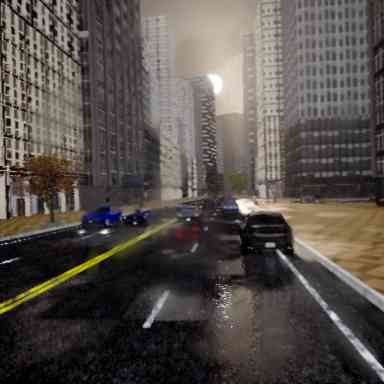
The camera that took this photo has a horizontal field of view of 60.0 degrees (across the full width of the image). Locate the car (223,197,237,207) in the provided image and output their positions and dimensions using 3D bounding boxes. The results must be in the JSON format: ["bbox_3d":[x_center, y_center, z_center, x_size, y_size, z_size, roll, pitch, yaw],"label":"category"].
[{"bbox_3d":[6.118,1.651,53.938,2.033,1.411,5.357,-2,0,6],"label":"car"}]

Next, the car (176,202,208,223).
[{"bbox_3d":[-0.030,1.743,26.710,1.895,1.301,4.718,-2,0,6],"label":"car"}]

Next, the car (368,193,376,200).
[{"bbox_3d":[41.205,0.906,73.631,4.097,1.590,1.967,-1,0,6],"label":"car"}]

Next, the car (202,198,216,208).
[{"bbox_3d":[2.643,1.697,51.164,1.837,1.490,4.892,-2,0,6],"label":"car"}]

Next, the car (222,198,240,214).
[{"bbox_3d":[4.255,1.614,36.606,2.033,1.411,5.357,-2,0,7],"label":"car"}]

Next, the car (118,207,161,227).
[{"bbox_3d":[-3.674,1.843,25.032,1.895,1.301,4.718,-2,0,6],"label":"car"}]

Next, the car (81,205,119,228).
[{"bbox_3d":[-6.855,1.819,25.840,1.882,1.535,5.008,-2,0,6],"label":"car"}]

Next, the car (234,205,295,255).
[{"bbox_3d":[2.802,1.492,13.234,1.837,1.490,4.892,-2,0,6],"label":"car"}]

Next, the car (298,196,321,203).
[{"bbox_3d":[23.537,1.478,66.793,4.403,1.369,2.008,-1,0,6],"label":"car"}]
